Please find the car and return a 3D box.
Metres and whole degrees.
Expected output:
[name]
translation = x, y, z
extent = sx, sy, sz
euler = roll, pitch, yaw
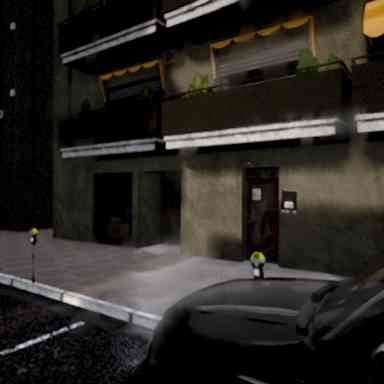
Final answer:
[car]
translation = 2.150, 1.226, 1.869
extent = 5.566, 2.045, 2.150
euler = 0, 0, 35
